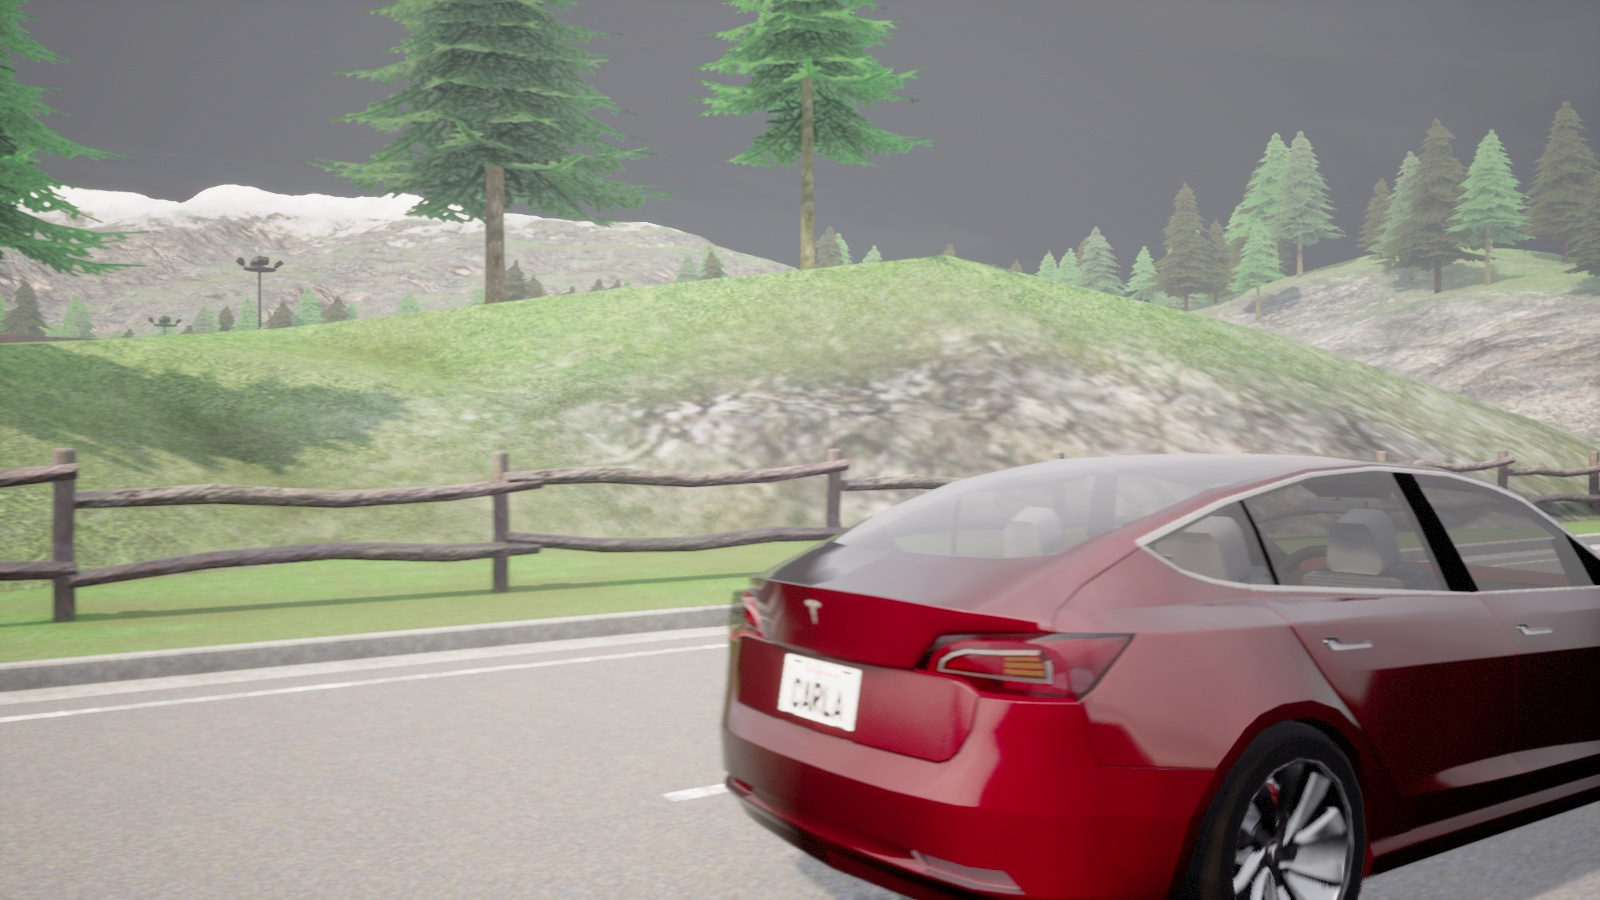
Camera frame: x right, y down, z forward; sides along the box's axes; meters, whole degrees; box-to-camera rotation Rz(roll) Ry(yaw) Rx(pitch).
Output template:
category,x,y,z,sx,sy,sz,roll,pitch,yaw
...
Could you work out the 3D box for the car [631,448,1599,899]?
category,x,y,z,sx,sy,sz,roll,pitch,yaw
car,1.976,0.742,5.034,4.792,1.488,2.163,0,0,-35
